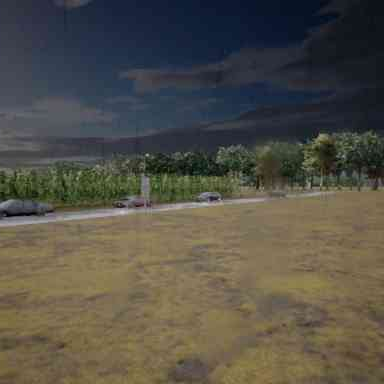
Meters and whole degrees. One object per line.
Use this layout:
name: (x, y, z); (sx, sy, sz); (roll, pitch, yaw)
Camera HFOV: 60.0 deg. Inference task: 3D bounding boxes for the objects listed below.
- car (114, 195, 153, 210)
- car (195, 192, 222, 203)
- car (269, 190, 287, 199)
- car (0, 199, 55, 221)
car: (-6.012, 1.040, 34.499); (1.994, 1.385, 4.181); (0, 1, 36)
car: (2.321, 0.716, 46.287); (1.837, 1.490, 4.892); (0, 1, 36)
car: (15.479, 0.345, 59.880); (1.882, 1.535, 5.008); (0, 1, 35)
car: (-12.976, 1.252, 24.574); (2.033, 1.411, 5.357); (0, 1, 34)
